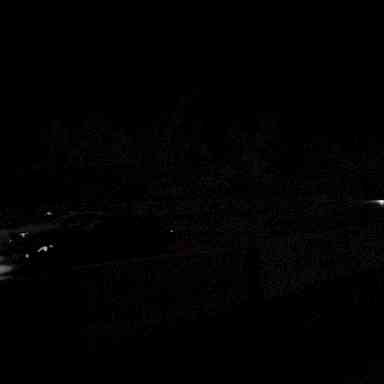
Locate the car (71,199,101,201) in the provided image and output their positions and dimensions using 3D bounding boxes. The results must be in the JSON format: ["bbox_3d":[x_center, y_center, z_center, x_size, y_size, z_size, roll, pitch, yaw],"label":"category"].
[{"bbox_3d":[-7.031,1.255,20.467,4.553,1.767,2.097,-1,1,-35],"label":"car"}]

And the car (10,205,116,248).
[{"bbox_3d":[-4.738,1.465,13.508,4.674,1.442,1.812,-1,1,-35],"label":"car"}]

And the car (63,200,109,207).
[{"bbox_3d":[-5.639,1.408,17.162,4.902,1.511,2.128,-1,1,-35],"label":"car"}]

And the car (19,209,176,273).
[{"bbox_3d":[-2.705,1.465,10.658,4.674,1.442,1.812,-1,1,-35],"label":"car"}]

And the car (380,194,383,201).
[{"bbox_3d":[27.148,0.433,44.801,4.181,1.385,1.994,-2,1,-35],"label":"car"}]
